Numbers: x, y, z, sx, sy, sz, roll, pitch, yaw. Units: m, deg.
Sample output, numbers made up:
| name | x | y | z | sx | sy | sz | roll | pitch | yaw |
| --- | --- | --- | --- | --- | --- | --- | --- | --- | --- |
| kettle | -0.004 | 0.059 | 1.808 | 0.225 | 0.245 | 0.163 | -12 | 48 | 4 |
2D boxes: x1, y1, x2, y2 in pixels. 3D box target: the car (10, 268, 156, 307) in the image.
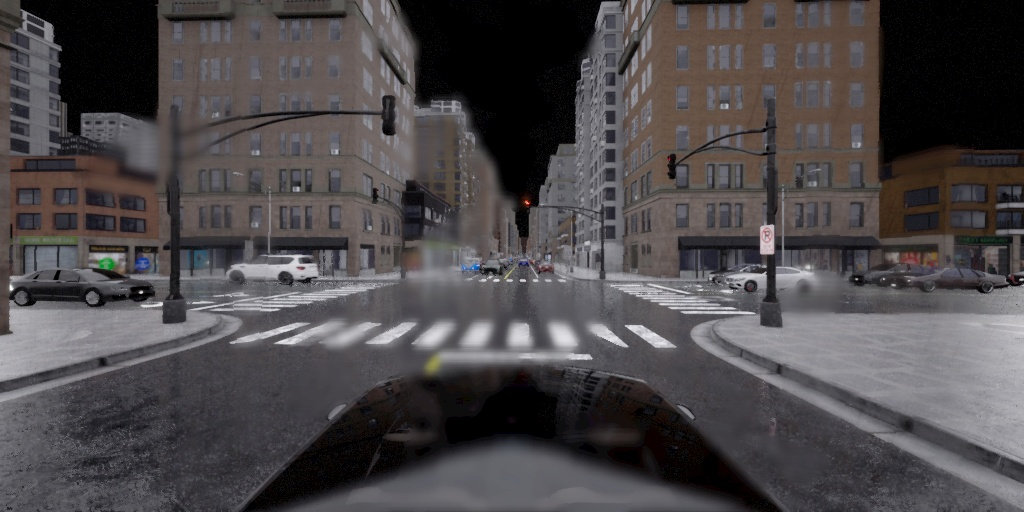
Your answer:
| name | x | y | z | sx | sy | sz | roll | pitch | yaw |
| --- | --- | --- | --- | --- | --- | --- | --- | --- | --- |
| car | -17.632 | 1.239 | 14.806 | 4.892 | 1.490 | 1.837 | 0 | 0 | 2 |

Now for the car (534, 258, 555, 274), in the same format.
| name | x | y | z | sx | sy | sz | roll | pitch | yaw |
| --- | --- | --- | --- | --- | --- | --- | --- | --- | --- |
| car | 3.850 | 1.209 | 40.883 | 1.967 | 1.591 | 4.097 | 0 | 0 | 2 |

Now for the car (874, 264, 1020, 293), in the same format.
| name | x | y | z | sx | sy | sz | roll | pitch | yaw |
| --- | --- | --- | --- | --- | --- | --- | --- | --- | --- |
| car | 24.374 | 1.325 | 20.275 | 5.357 | 1.411 | 2.033 | 0 | 0 | 2 |

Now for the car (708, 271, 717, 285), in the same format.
| name | x | y | z | sx | sy | sz | roll | pitch | yaw |
| --- | --- | --- | --- | --- | --- | --- | --- | --- | --- |
| car | 15.666 | 1.257 | 23.783 | 4.902 | 1.511 | 2.128 | 0 | 0 | 2 |

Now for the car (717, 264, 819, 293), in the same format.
| name | x | y | z | sx | sy | sz | roll | pitch | yaw |
| --- | --- | --- | --- | --- | --- | --- | --- | --- | --- |
| car | 14.787 | 1.291 | 20.556 | 4.674 | 1.442 | 1.812 | 0 | 0 | 3 |

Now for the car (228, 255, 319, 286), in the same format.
| name | x | y | z | sx | sy | sz | roll | pitch | yaw |
| --- | --- | --- | --- | --- | --- | --- | --- | --- | --- |
| car | -16.216 | 0.955 | 24.529 | 5.566 | 2.045 | 2.150 | 0 | 0 | 4 |

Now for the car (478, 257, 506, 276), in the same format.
| name | x | y | z | sx | sy | sz | roll | pitch | yaw |
| --- | --- | --- | --- | --- | --- | --- | --- | --- | --- |
| car | -2.032 | 1.118 | 37.732 | 2.097 | 1.767 | 4.553 | 0 | 0 | 2 |

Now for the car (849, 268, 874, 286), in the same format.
| name | x | y | z | sx | sy | sz | roll | pitch | yaw |
| --- | --- | --- | --- | --- | --- | --- | --- | --- | --- |
| car | 25.083 | 1.283 | 23.506 | 4.892 | 1.490 | 1.837 | 0 | 0 | 2 |

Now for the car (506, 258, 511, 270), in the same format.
| name | x | y | z | sx | sy | sz | roll | pitch | yaw |
| --- | --- | --- | --- | --- | --- | --- | --- | --- | --- |
| car | -1.524 | 1.382 | 52.204 | 1.895 | 1.301 | 4.718 | 0 | 0 | 2 |

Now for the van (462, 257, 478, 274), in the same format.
| name | x | y | z | sx | sy | sz | roll | pitch | yaw |
| --- | --- | --- | --- | --- | --- | --- | --- | --- | --- |
| van | -4.671 | 1.110 | 41.175 | 1.690 | 1.789 | 3.998 | 0 | 0 | 2 |

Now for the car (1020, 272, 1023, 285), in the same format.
| name | x | y | z | sx | sy | sz | roll | pitch | yaw |
| --- | --- | --- | --- | --- | --- | --- | --- | --- | --- |
| car | 35.065 | 1.359 | 23.204 | 4.181 | 1.385 | 1.994 | 0 | 0 | 2 |
